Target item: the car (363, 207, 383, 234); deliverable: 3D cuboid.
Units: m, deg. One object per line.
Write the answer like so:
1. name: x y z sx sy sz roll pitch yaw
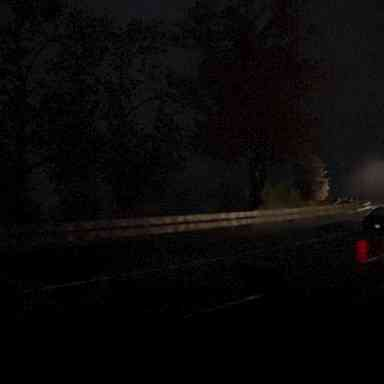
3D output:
1. car: 10.968 1.533 18.449 1.812 1.442 4.674 0 0 44
